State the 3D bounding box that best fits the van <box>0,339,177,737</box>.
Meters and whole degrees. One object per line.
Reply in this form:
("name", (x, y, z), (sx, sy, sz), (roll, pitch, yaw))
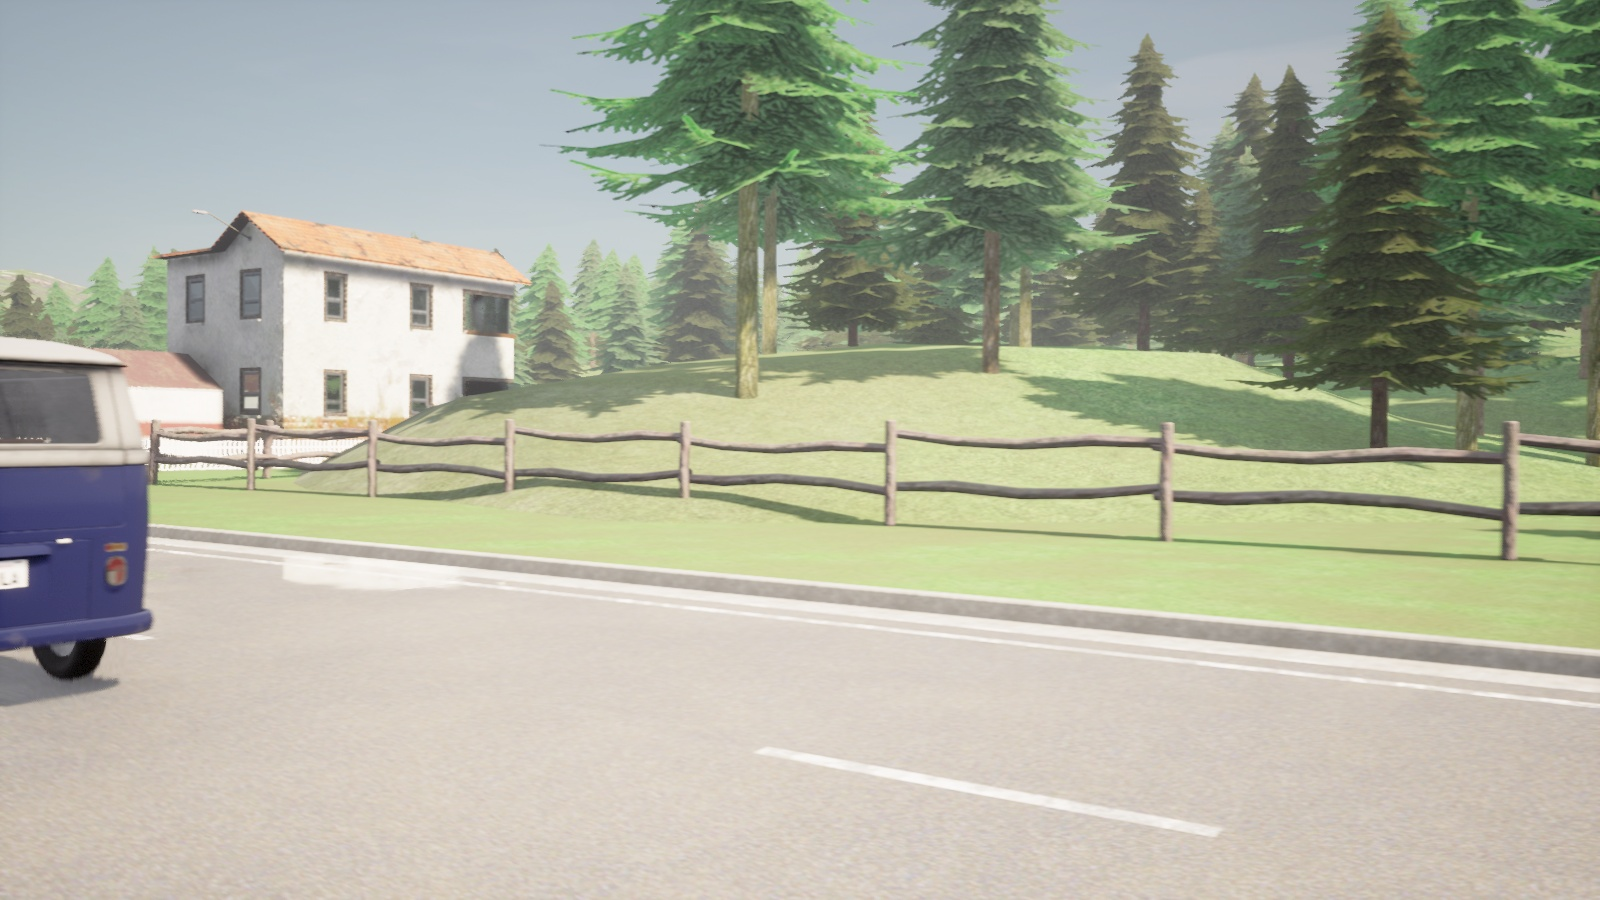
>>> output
("van", (-5.833, 0.435, 7.495), (4.442, 1.987, 1.775), (0, 1, 34))
